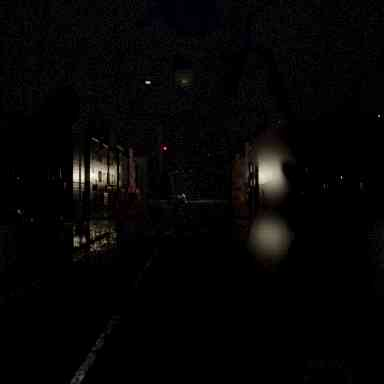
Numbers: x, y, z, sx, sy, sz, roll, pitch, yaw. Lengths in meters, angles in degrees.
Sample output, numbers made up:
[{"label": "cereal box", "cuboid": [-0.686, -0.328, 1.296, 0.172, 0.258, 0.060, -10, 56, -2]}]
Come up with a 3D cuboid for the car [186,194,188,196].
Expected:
[{"label": "car", "cuboid": [-2.638, 1.457, 72.018, 2.192, 1.841, 5.009, 0, 0, 0]}]

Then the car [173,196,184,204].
[{"label": "car", "cuboid": [-2.638, 1.562, 66.412, 1.967, 1.590, 4.097, 0, 0, 0]}]

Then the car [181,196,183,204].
[{"label": "car", "cuboid": [-2.637, 1.652, 49.596, 1.802, 1.307, 4.206, 0, 0, 0]}]

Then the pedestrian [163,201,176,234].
[{"label": "pedestrian", "cuboid": [-1.167, 1.305, 17.527, 0.375, 1.860, 0.375, 0, 0, 0]}]

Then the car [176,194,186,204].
[{"label": "car", "cuboid": [-2.637, 1.544, 60.807, 1.967, 1.590, 4.097, 0, 0, 0]}]

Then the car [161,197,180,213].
[{"label": "car", "cuboid": [-2.635, 1.569, 38.216, 1.752, 1.417, 4.829, 0, 0, 0]}]

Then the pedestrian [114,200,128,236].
[{"label": "pedestrian", "cuboid": [-3.596, 1.305, 16.926, 0.375, 1.860, 0.375, 0, 0, 0]}]

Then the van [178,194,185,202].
[{"label": "van", "cuboid": [-2.639, 1.524, 83.229, 1.690, 1.788, 3.998, 0, 0, 0]}]

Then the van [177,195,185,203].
[{"label": "van", "cuboid": [-2.638, 1.503, 77.624, 1.690, 1.788, 3.998, 0, 0, 0]}]

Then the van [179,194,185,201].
[{"label": "van", "cuboid": [-2.639, 1.546, 88.835, 1.690, 1.788, 3.998, 0, 0, 0]}]

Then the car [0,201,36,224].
[{"label": "car", "cuboid": [-13.469, 1.383, 23.307, 4.553, 1.767, 2.097, 0, 0, -1]}]

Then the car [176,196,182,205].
[{"label": "car", "cuboid": [-2.636, 1.601, 43.991, 1.887, 1.381, 4.507, 0, 0, 0]}]
